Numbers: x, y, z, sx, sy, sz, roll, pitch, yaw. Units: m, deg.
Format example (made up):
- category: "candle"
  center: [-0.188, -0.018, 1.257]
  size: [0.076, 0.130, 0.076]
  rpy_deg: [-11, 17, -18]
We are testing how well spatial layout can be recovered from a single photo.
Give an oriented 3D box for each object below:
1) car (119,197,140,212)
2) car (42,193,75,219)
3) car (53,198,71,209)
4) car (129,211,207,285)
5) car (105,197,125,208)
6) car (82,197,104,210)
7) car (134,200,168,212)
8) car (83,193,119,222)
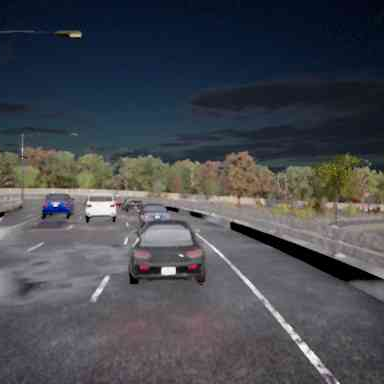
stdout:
- category: "car"
  center: [-6.531, 1.366, 36.181]
  size: [1.837, 1.490, 4.892]
  rpy_deg: [0, -1, -19]
- category: "car"
  center: [-11.377, 1.121, 28.493]
  size: [2.150, 2.045, 5.566]
  rpy_deg: [0, 0, -16]
- category: "car"
  center: [-16.907, 1.447, 43.209]
  size: [1.895, 1.301, 4.718]
  rpy_deg: [0, 0, -24]
- category: "car"
  center: [-0.699, 1.490, 9.311]
  size: [1.812, 1.442, 4.674]
  rpy_deg: [0, 0, -5]
- category: "car"
  center: [-10.920, 1.391, 46.894]
  size: [1.994, 1.385, 4.181]
  rpy_deg: [0, 0, -25]
- category: "car"
  center: [-12.581, 1.394, 42.079]
  size: [2.033, 1.411, 5.357]
  rpy_deg: [0, 0, -23]
- category: "car"
  center: [-2.486, 1.466, 21.562]
  size: [2.033, 1.411, 5.357]
  rpy_deg: [0, 0, -12]
- category: "car"
  center: [-6.988, 1.126, 25.708]
  size: [2.150, 2.045, 5.566]
  rpy_deg: [0, 0, -14]
